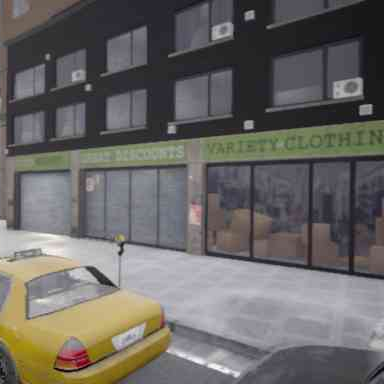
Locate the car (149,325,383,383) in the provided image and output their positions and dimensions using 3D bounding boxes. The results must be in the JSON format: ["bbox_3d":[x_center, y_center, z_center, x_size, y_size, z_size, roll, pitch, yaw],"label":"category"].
[{"bbox_3d":[2.131,1.553,1.570,4.403,1.369,2.008,0,1,35],"label":"car"}]

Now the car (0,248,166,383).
[{"bbox_3d":[-2.555,1.514,4.913,4.829,1.417,1.752,0,1,35],"label":"car"}]
